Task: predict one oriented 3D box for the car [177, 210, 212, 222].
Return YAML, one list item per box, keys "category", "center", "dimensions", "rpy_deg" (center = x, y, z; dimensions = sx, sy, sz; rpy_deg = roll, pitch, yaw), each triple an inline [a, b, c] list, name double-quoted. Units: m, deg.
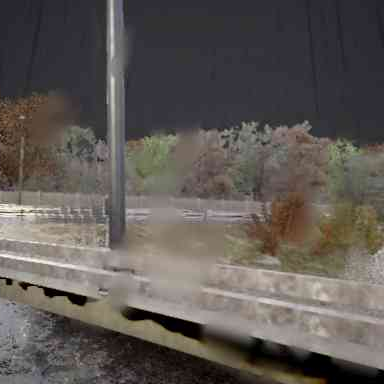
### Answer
- category: "car"
  center: [0.302, 3.249, 45.482]
  dimensions: [4.892, 1.490, 1.837]
  rpy_deg: [3, -2, -26]
